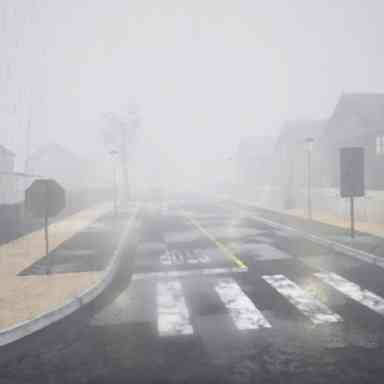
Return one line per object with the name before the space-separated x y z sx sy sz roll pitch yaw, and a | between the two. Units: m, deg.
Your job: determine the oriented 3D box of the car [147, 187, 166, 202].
car | -4.048 0.207 38.064 1.882 1.535 5.008 -2 2 -7
